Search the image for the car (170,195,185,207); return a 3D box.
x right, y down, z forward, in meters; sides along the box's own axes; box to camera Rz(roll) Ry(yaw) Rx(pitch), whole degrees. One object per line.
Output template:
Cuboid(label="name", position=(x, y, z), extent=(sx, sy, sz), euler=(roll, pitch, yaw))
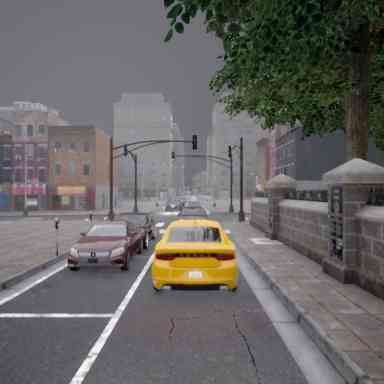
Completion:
Cuboid(label="car", position=(-2.221, 1.399, 51.501), extent=(2.097, 1.767, 4.553), euler=(0, 0, 0))

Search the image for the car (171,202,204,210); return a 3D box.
Cuboid(label="car", position=(0.042, 1.569, 19.909), extent=(2.033, 1.411, 5.357), euler=(0, 0, 1))

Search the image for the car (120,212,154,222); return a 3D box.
Cuboid(label="car", position=(-2.620, 1.581, 14.567), extent=(1.947, 1.339, 4.313), euler=(0, 0, 0))

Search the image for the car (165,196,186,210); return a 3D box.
Cuboid(label="car", position=(-2.236, 1.530, 41.565), extent=(2.128, 1.511, 4.902), euler=(0, 0, 0))

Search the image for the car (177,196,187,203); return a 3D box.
Cuboid(label="car", position=(-2.126, 1.563, 71.762), extent=(1.837, 1.490, 4.892), euler=(0, 0, 0))

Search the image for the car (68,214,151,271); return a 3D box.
Cuboid(label="car", position=(-2.624, 1.594, 10.904), extent=(1.802, 1.307, 4.206), euler=(0, 0, 0))

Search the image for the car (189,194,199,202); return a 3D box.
Cuboid(label="car", position=(0.373, 1.585, 66.776), extent=(1.812, 1.442, 4.674), euler=(0, 0, 0))

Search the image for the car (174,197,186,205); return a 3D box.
Cuboid(label="car", position=(-2.196, 1.656, 61.562), extent=(1.895, 1.301, 4.718), euler=(0, 0, 0))

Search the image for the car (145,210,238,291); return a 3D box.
Cuboid(label="car", position=(0.080, 1.487, 9.086), extent=(1.882, 1.535, 5.008), euler=(0, 0, 0))
